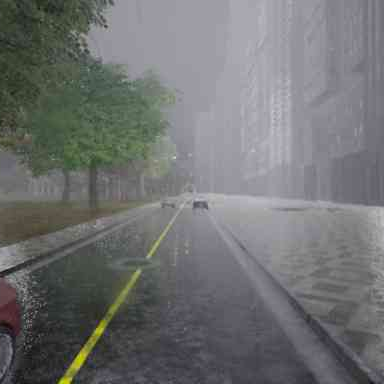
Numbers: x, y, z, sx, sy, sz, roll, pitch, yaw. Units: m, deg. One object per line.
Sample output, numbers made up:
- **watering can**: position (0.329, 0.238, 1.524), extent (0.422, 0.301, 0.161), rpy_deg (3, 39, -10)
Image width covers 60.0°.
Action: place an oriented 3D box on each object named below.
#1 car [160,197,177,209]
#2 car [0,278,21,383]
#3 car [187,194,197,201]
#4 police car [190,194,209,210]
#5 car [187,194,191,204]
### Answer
- **car**: position (-3.094, 1.444, 44.538), extent (1.837, 1.490, 4.892), rpy_deg (0, 0, 0)
- **car**: position (-3.099, 1.525, 2.525), extent (1.812, 1.442, 4.674), rpy_deg (0, 0, 0)
- **car**: position (-0.017, 1.281, 77.179), extent (2.128, 1.511, 4.902), rpy_deg (0, 0, 0)
- **police car**: position (1.041, 1.371, 41.667), extent (1.930, 1.638, 5.238), rpy_deg (0, 0, 0)
- **car**: position (-0.013, 1.493, 59.395), extent (1.895, 1.301, 4.718), rpy_deg (0, 0, 0)
